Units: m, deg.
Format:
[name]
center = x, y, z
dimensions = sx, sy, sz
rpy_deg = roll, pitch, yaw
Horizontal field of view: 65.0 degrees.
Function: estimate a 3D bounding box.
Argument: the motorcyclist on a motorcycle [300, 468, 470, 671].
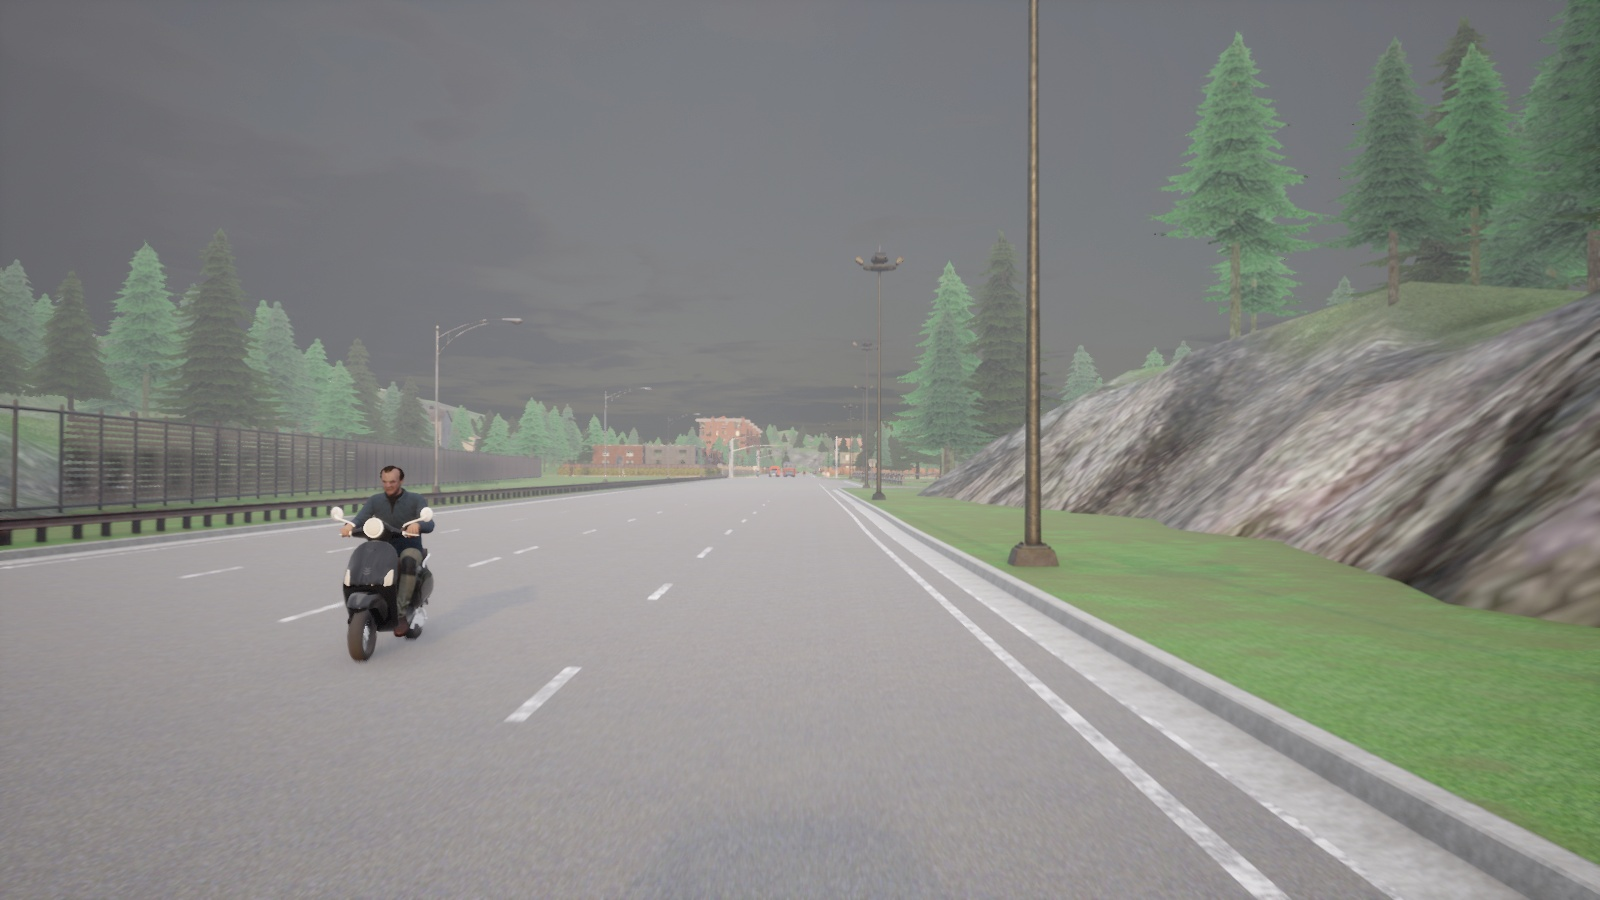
[motorcyclist on a motorcycle]
center = -3.515, 0.956, 10.821
dimensions = 0.866, 1.590, 1.817
rpy_deg = 0, -1, 0
